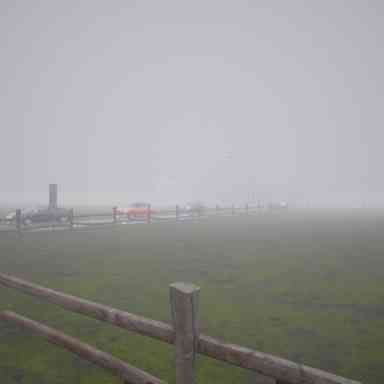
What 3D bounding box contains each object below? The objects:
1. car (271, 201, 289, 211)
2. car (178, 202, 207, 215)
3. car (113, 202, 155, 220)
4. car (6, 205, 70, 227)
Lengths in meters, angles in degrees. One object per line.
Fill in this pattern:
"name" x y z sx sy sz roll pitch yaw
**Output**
"car" 15.557 2.407 59.338 2.097 1.767 4.553 -1 -1 37
"car" -0.040 2.019 42.367 2.097 1.767 4.553 -1 -1 35
"car" -5.911 1.836 34.085 2.097 1.767 4.553 -1 -1 35
"car" -11.727 1.795 25.885 2.128 1.511 4.902 -1 -1 36
